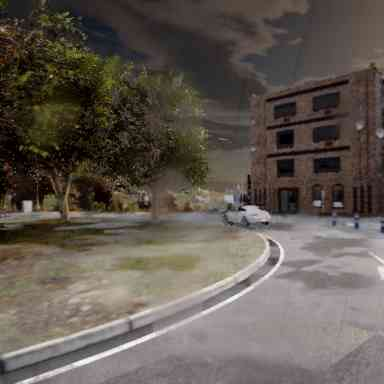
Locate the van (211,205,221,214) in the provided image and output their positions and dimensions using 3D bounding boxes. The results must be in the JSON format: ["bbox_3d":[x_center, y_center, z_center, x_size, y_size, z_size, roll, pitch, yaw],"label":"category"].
[{"bbox_3d":[5.482,4.070,76.148,1.878,1.987,4.442,-1,-4,10],"label":"van"}]

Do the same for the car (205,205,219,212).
[{"bbox_3d":[3.629,3.568,65.204,2.002,1.452,4.674,1,-4,10],"label":"car"}]

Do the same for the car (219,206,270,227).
[{"bbox_3d":[4.096,1.769,25.234,1.812,1.442,4.674,0,-1,-22],"label":"car"}]

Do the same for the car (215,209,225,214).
[{"bbox_3d":[7.323,5.090,86.878,2.002,1.452,4.674,-1,-4,10],"label":"car"}]

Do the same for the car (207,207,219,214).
[{"bbox_3d":[4.538,3.937,70.612,2.163,1.488,4.792,-1,-4,10],"label":"car"}]

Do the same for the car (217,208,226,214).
[{"bbox_3d":[8.269,5.313,92.417,2.185,1.767,4.553,-1,-4,10],"label":"car"}]
